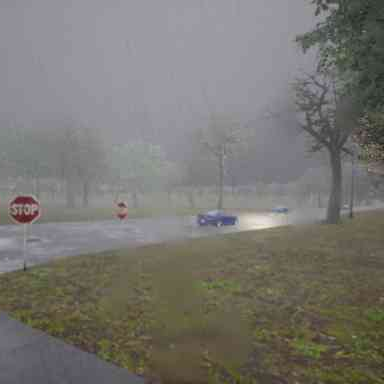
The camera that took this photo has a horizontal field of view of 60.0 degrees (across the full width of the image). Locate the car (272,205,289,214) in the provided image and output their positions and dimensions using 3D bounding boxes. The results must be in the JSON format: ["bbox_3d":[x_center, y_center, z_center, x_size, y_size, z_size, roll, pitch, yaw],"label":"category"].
[{"bbox_3d":[16.342,3.199,61.400,1.882,1.535,5.008,2,0,36],"label":"car"}]

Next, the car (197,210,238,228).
[{"bbox_3d":[2.397,2.375,30.119,1.882,1.535,5.008,2,-1,36],"label":"car"}]
